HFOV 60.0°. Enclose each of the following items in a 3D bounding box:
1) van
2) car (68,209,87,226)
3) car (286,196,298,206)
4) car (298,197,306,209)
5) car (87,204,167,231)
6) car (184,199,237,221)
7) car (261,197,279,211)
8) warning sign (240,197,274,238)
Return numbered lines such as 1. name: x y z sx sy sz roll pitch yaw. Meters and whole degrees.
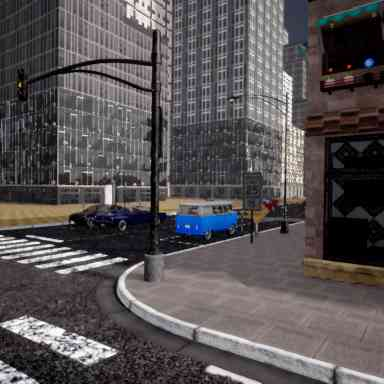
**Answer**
1. van: 0.870 1.368 17.009 1.690 1.788 3.998 1 1 36
2. car: -5.954 1.467 21.880 1.947 1.339 4.313 1 1 36
3. car: 16.443 1.364 53.266 1.752 1.417 4.829 1 1 36
4. car: 15.609 1.416 42.227 1.882 1.535 5.008 1 1 36
5. car: -3.744 1.541 20.520 1.895 1.301 4.718 1 1 36
6. car: 1.647 1.414 28.070 2.128 1.511 4.902 1 1 35
7. car: 7.507 1.506 36.272 1.895 1.301 4.718 1 1 36
8. warning sign: 3.150 1.177 16.112 1.300 1.860 1.060 1 1 36
